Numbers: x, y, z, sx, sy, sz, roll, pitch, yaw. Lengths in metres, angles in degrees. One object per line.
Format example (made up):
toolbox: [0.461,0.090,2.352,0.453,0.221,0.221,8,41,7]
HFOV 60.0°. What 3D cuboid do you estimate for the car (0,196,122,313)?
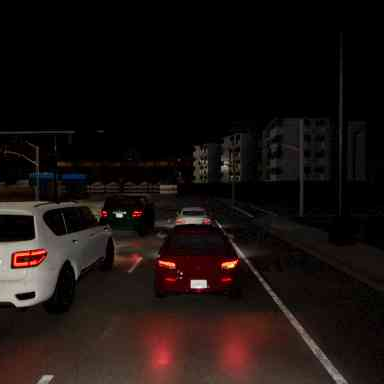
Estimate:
car: [-3.387,1.218,7.764,2.150,2.045,5.566,0,0,0]

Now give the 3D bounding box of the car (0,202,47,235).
car: [-10.478,1.424,19.353,1.882,1.535,5.008,0,0,0]

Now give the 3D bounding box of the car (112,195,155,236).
car: [-3.362,1.179,18.123,2.150,2.045,5.566,0,0,0]

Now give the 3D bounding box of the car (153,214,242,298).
car: [0.116,1.521,8.408,1.812,1.442,4.674,0,0,0]

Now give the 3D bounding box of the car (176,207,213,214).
car: [0.106,1.490,17.495,1.812,1.442,4.674,0,0,1]
